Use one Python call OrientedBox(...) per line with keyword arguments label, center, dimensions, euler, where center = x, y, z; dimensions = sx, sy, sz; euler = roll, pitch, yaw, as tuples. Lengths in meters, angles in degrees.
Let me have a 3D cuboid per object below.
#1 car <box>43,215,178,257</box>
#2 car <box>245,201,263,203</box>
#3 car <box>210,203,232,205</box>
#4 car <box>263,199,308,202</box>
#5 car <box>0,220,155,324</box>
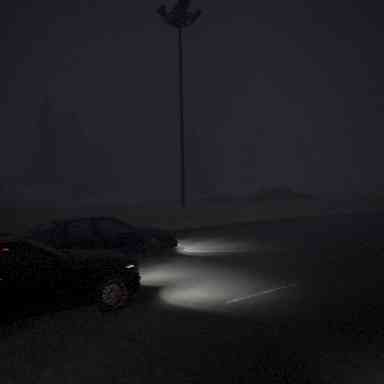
OrientedBox(label="car", center=(-3.135, 1.444, 10.476), dimensions=(5.357, 1.411, 2.033), euler=(-2, 1, -32))
OrientedBox(label="car", center=(7.630, 0.547, 33.084), dimensions=(5.566, 2.045, 2.150), euler=(-2, 1, -28))
OrientedBox(label="car", center=(2.830, 0.861, 38.407), dimensions=(4.674, 1.442, 1.812), euler=(-1, 1, -28))
OrientedBox(label="car", center=(9.117, 0.855, 29.881), dimensions=(4.892, 1.490, 1.837), euler=(-1, 1, -28))
OrientedBox(label="car", center=(-3.210, 1.498, 5.847), dimensions=(4.674, 1.442, 1.812), euler=(-2, 1, -34))
